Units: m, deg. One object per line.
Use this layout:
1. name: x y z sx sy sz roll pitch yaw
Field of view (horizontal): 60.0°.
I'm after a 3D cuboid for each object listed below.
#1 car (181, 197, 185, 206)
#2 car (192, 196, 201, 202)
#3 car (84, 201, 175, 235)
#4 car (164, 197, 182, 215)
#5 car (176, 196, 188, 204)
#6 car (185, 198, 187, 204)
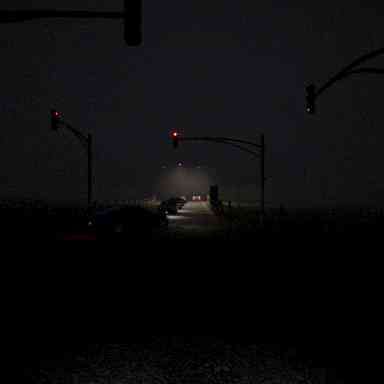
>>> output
1. car: -2.265 1.514 43.968 1.837 1.490 4.892 0 0 1
2. car: 1.066 1.617 75.962 1.895 1.301 4.718 0 0 1
3. car: -3.520 1.444 18.591 1.882 1.535 5.008 2 1 41
4. car: -2.414 1.554 34.190 2.033 1.411 5.357 0 0 0
5. car: -1.923 1.581 63.820 1.994 1.385 4.181 0 0 2
6. car: -2.122 1.560 53.815 2.033 1.411 5.357 0 0 1
